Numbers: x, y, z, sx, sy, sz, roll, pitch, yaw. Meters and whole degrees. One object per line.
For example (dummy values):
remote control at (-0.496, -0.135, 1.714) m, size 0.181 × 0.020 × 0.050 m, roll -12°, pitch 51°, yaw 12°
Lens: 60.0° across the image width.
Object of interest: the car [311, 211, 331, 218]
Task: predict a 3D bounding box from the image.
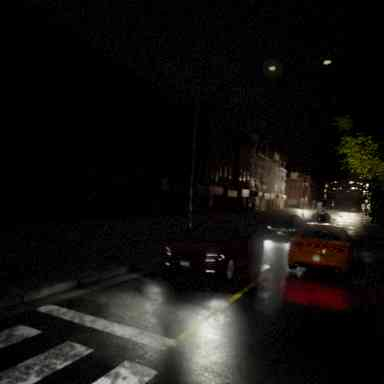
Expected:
car at (15.648, 3.018, 40.309) m, size 1.994 × 1.385 × 4.181 m, roll 3°, pitch -1°, yaw 27°

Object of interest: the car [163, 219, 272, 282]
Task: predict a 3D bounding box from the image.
car at (0.941, 1.652, 10.708) m, size 1.882 × 1.535 × 5.008 m, roll 3°, pitch -1°, yaw 26°

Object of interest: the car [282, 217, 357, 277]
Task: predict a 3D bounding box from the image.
car at (4.819, 1.926, 12.135) m, size 1.882 × 1.535 × 5.008 m, roll 3°, pitch -1°, yaw 26°

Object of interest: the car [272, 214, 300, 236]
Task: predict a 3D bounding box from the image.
car at (6.053, 2.150, 21.065) m, size 1.812 × 1.442 × 4.674 m, roll 3°, pitch 0°, yaw 26°
